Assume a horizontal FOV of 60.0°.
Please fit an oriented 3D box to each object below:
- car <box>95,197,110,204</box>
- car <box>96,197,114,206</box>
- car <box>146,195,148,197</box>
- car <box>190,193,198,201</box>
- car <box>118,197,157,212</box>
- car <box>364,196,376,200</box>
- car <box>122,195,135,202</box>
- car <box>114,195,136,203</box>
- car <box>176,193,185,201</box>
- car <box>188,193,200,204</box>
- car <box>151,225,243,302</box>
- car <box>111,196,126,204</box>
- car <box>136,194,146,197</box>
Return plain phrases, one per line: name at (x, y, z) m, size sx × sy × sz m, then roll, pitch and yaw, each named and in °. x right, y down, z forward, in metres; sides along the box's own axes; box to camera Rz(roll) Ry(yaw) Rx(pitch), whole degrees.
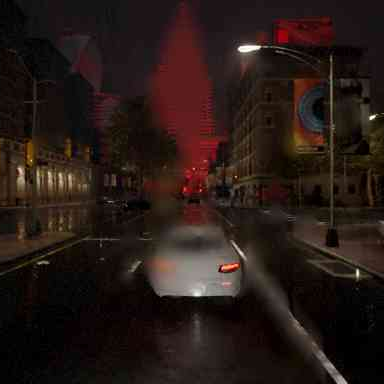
car at (-17.930, 1.595, 66.904) m, size 1.895 × 1.301 × 4.718 m, roll 0°, pitch 0°, yaw 0°
car at (-14.812, 1.547, 56.819) m, size 2.033 × 1.411 × 5.357 m, roll 0°, pitch 0°, yaw 0°
car at (-11.132, 1.355, 76.787) m, size 2.097 × 1.767 × 4.553 m, roll 0°, pitch 0°, yaw 0°
car at (0.434, 1.225, 90.491) m, size 2.150 × 2.045 × 5.566 m, roll 0°, pitch 0°, yaw 0°
car at (-6.074, 1.564, 38.912) m, size 1.994 × 1.385 × 4.181 m, roll 0°, pitch 0°, yaw 39°
car at (34.771, 1.481, 68.044) m, size 2.231 × 1.521 × 4.892 m, roll 0°, pitch 0°, yaw 0°
car at (-14.633, 1.478, 76.772) m, size 1.882 × 1.535 × 5.008 m, roll 0°, pitch 0°, yaw 0°
car at (-11.313, 1.478, 56.753) m, size 1.882 × 1.535 × 5.008 m, roll 0°, pitch 0°, yaw 0°
car at (-3.085, 1.218, 86.476) m, size 2.150 × 2.045 × 5.566 m, roll 0°, pitch 0°, yaw 0°
car at (0.389, 1.352, 62.336) m, size 2.097 × 1.767 × 4.553 m, roll 0°, pitch 0°, yaw 0°
car at (0.115, 1.526, 8.149) m, size 1.812 × 1.442 × 4.674 m, roll 0°, pitch 0°, yaw 1°
car at (-14.699, 1.505, 66.358) m, size 1.837 × 1.490 × 4.892 m, roll 0°, pitch 0°, yaw 1°
car at (-11.201, 1.547, 66.567) m, size 2.033 × 1.411 × 5.357 m, roll 0°, pitch 0°, yaw 1°
